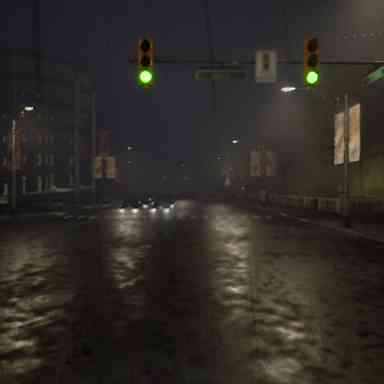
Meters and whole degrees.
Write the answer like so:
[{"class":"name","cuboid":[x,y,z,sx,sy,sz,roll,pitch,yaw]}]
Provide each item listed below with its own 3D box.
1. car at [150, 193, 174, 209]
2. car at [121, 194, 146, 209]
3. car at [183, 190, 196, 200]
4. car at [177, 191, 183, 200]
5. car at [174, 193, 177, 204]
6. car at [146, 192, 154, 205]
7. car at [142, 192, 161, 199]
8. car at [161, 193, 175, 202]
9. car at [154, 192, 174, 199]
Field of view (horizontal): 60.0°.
[{"class":"car","cuboid":[-3.601,1.179,40.333,1.837,1.490,4.892,0,0,0]},{"class":"car","cuboid":[-7.099,1.204,39.905,1.812,1.442,4.674,0,0,0]},{"class":"car","cuboid":[-1.185,0.644,72.079,2.150,2.045,5.566,0,1,-29]},{"class":"car","cuboid":[-4.220,0.985,70.351,1.994,1.385,4.181,0,1,-29]},{"class":"car","cuboid":[-3.605,1.103,49.748,1.837,1.490,4.892,0,0,0]},{"class":"car","cuboid":[-7.099,1.149,49.408,2.033,1.411,5.357,0,0,0]},{"class":"car","cuboid":[-9.615,0.815,78.687,1.837,1.490,4.892,0,1,-43]},{"class":"car","cuboid":[-4.385,0.993,60.145,1.882,1.535,5.008,0,0,-10]},{"class":"car","cuboid":[-6.888,0.828,80.881,2.033,1.411,5.357,0,1,-43]}]
